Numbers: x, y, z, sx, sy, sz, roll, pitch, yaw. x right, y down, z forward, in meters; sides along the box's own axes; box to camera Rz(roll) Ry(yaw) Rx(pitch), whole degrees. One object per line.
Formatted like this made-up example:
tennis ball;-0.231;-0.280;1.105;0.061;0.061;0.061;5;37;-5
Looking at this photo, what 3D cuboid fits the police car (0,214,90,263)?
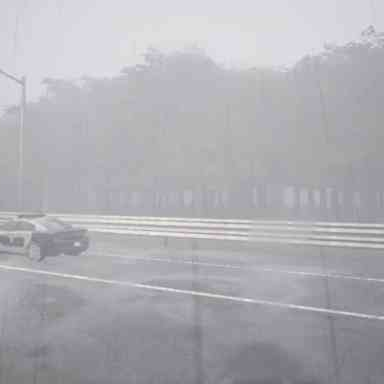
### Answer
police car;-6.368;1.670;12.955;5.238;1.638;1.930;-1;-2;27
